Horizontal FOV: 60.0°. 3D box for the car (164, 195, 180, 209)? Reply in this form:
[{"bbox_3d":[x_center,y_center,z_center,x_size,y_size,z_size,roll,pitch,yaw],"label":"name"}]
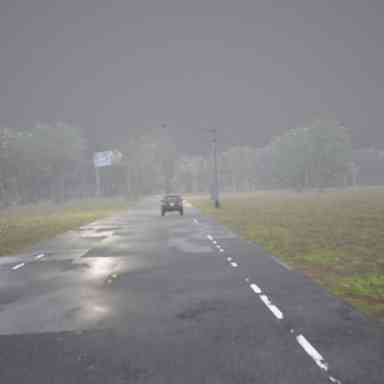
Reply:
[{"bbox_3d":[-2.868,1.407,47.858,2.097,1.767,4.553,-2,0,-3],"label":"car"}]

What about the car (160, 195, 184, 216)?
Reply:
[{"bbox_3d":[-2.038,1.311,34.202,2.150,2.045,5.566,-2,0,-4],"label":"car"}]
